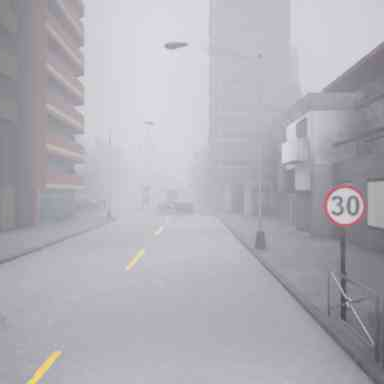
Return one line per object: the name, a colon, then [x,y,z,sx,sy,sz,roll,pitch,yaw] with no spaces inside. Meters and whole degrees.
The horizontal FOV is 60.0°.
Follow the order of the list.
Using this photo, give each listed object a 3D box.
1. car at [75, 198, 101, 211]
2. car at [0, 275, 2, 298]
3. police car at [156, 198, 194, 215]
car: [-13.104,1.451,38.972,4.674,1.442,1.812,0,4,0]
car: [-4.097,1.220,3.022,2.150,2.045,5.566,0,0,0]
police car: [-1.881,1.405,34.000,1.930,1.638,5.238,0,0,-37]
